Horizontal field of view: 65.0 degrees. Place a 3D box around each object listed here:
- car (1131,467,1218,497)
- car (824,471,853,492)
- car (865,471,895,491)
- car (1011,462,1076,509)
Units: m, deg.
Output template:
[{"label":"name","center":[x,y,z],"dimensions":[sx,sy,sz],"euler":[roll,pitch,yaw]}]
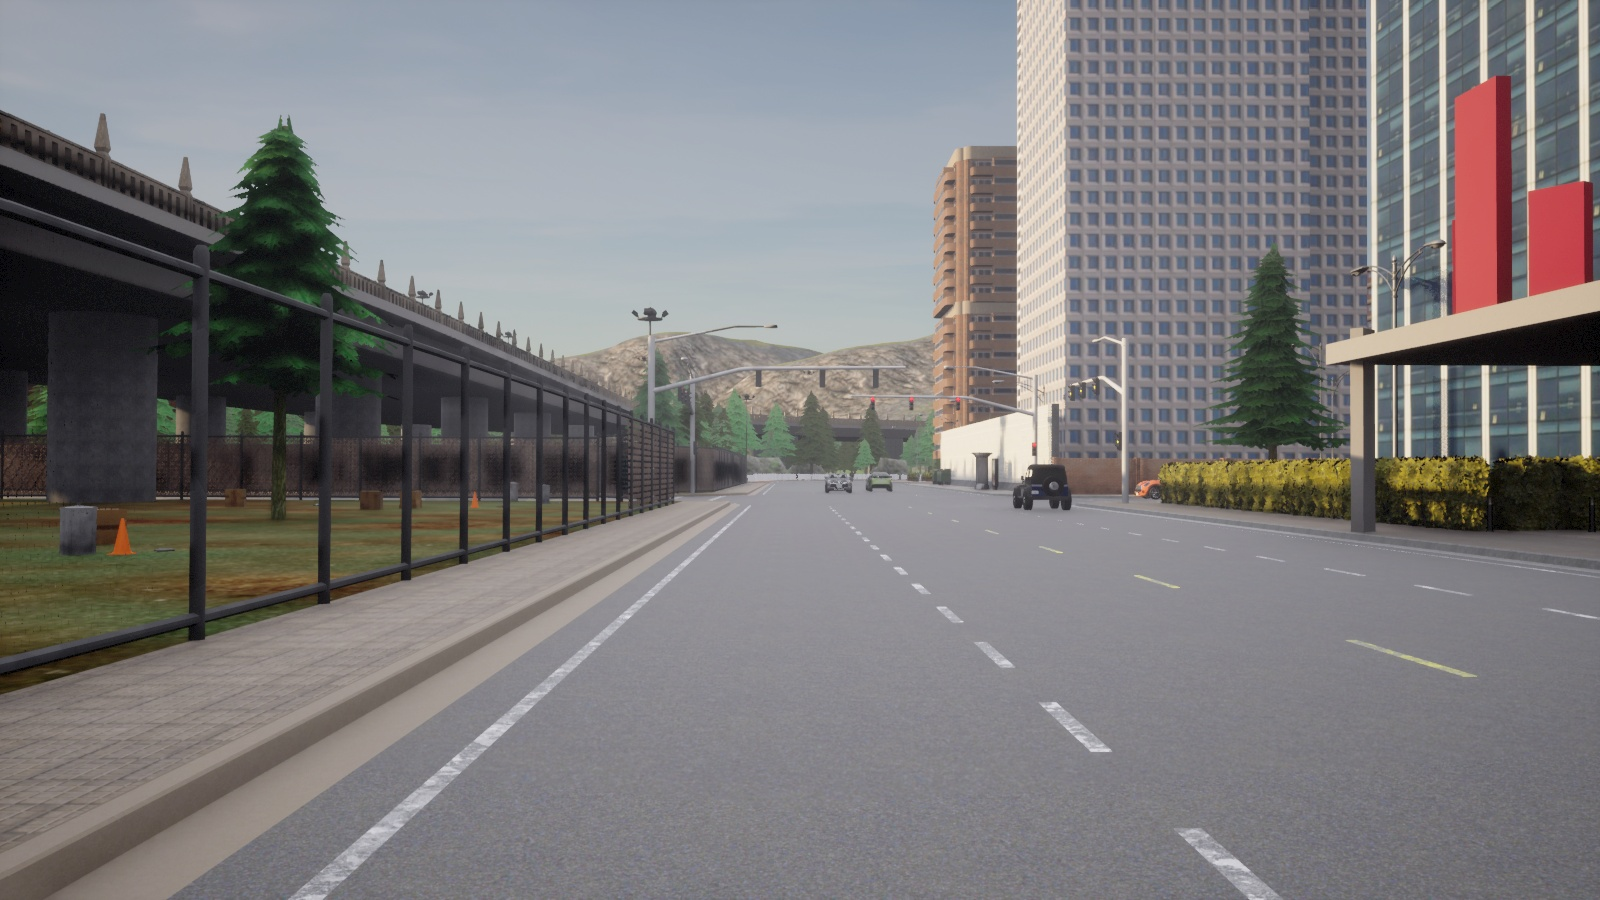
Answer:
[{"label":"car","center":[22.442,1.901,75.347],"dimensions":[4.553,1.767,2.097],"euler":[0,-1,-1]},{"label":"car","center":[2.771,2.286,90.594],"dimensions":[1.970,1.475,3.806],"euler":[0,-1,0]},{"label":"car","center":[6.208,2.384,98.329],"dimensions":[2.007,1.525,4.514],"euler":[0,-1,0]},{"label":"car","center":[10.080,1.445,52.216],"dimensions":[1.905,1.878,3.866],"euler":[0,-1,0]}]
